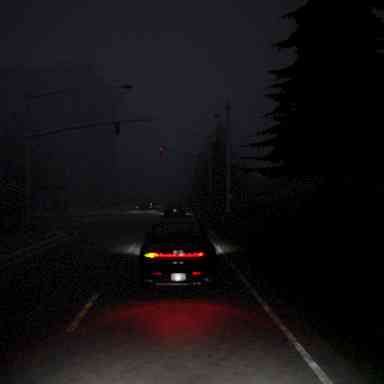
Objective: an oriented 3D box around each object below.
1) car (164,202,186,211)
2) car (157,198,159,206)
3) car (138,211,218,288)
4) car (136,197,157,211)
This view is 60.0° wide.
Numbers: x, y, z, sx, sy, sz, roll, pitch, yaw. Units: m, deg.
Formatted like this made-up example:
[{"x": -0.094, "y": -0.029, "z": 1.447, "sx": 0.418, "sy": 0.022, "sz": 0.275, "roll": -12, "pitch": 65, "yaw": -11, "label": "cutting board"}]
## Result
[{"x": -1.622, "y": 1.607, "z": 31.333, "sx": 1.994, "sy": 1.385, "sz": 4.181, "roll": 0, "pitch": 0, "yaw": -3, "label": "car"}, {"x": -6.804, "y": 1.569, "z": 58.466, "sx": 1.882, "sy": 1.535, "sz": 5.008, "roll": 0, "pitch": 0, "yaw": -3, "label": "car"}, {"x": -0.399, "y": 1.518, "z": 9.315, "sx": 1.837, "sy": 1.490, "sz": 4.892, "roll": 0, "pitch": 0, "yaw": -3, "label": "car"}, {"x": -5.942, "y": 1.421, "z": 42.505, "sx": 2.097, "sy": 1.767, "sz": 4.553, "roll": 0, "pitch": 0, "yaw": -3, "label": "car"}]
